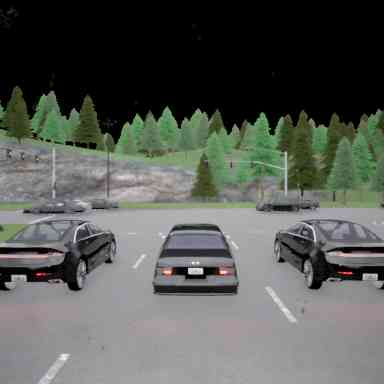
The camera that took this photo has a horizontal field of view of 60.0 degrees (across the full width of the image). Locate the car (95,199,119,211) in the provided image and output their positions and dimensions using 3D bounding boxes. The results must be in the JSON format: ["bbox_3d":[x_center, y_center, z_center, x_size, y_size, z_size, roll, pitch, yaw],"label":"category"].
[{"bbox_3d":[-11.370,1.547,39.545,5.357,1.411,2.033,0,0,-13],"label":"car"}]

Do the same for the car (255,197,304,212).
[{"bbox_3d":[9.192,1.351,35.835,4.553,1.767,2.097,0,0,-5],"label":"car"}]

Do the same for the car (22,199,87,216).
[{"bbox_3d":[-13.181,1.547,31.908,5.357,1.411,2.033,0,0,-14],"label":"car"}]

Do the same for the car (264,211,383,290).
[{"bbox_3d":[3.601,1.491,9.092,2.128,1.511,4.902,0,0,1],"label":"car"}]

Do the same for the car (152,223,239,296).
[{"bbox_3d":[0.099,1.547,8.816,2.033,1.411,5.357,0,0,1],"label":"car"}]

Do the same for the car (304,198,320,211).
[{"bbox_3d":[12.682,1.491,39.668,4.902,1.511,2.128,0,0,-4],"label":"car"}]

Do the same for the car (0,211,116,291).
[{"bbox_3d":[-3.401,1.491,8.998,2.128,1.511,4.902,0,0,0],"label":"car"}]

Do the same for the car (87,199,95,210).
[{"bbox_3d":[-13.073,1.525,35.486,4.674,1.442,1.812,0,0,-13],"label":"car"}]

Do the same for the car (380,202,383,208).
[{"bbox_3d":[27.328,1.505,43.651,4.892,1.490,1.837,0,0,0],"label":"car"}]
